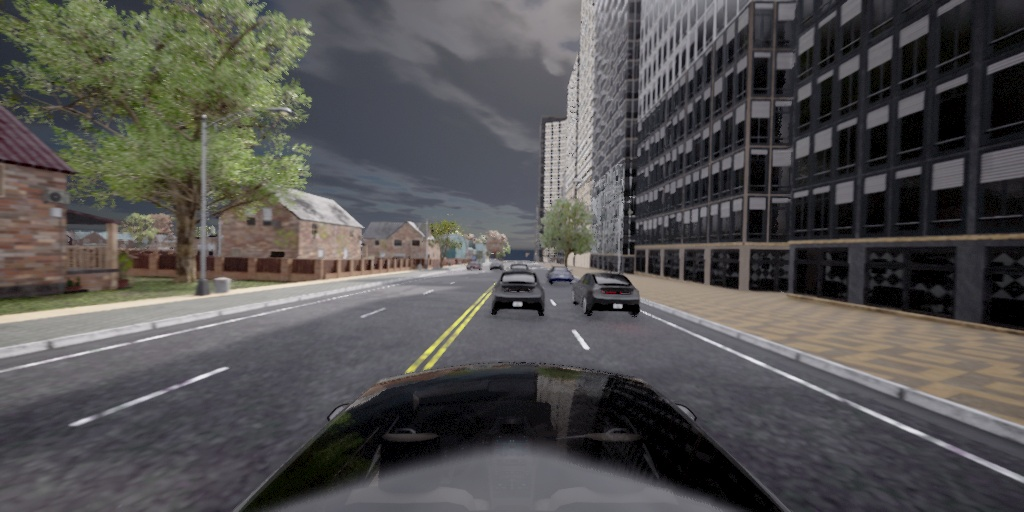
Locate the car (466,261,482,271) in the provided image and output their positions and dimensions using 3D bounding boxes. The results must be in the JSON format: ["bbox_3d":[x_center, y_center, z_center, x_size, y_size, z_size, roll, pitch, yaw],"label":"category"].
[{"bbox_3d":[-5.510,1.436,52.767,1.994,1.385,4.181,1,0,2],"label":"car"}]

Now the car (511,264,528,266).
[{"bbox_3d":[0.597,1.384,29.106,1.837,1.490,4.892,1,0,2],"label":"car"}]

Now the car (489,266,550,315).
[{"bbox_3d":[0.257,1.309,13.934,1.837,1.490,4.892,1,0,2],"label":"car"}]

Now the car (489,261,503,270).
[{"bbox_3d":[-2.258,1.449,52.880,1.837,1.490,4.892,1,-1,2],"label":"car"}]

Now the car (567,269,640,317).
[{"bbox_3d":[3.510,1.380,14.045,1.837,1.490,4.892,1,0,2],"label":"car"}]

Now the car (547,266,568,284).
[{"bbox_3d":[3.854,1.513,29.363,1.994,1.385,4.181,1,0,2],"label":"car"}]
